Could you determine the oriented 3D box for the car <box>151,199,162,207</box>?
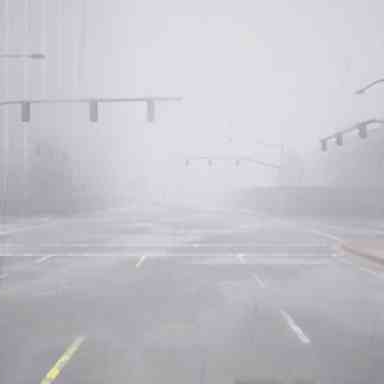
[{"bbox_3d":[-6.993,2.115,65.709,1.837,1.490,4.892,0,0,0],"label":"car"}]
